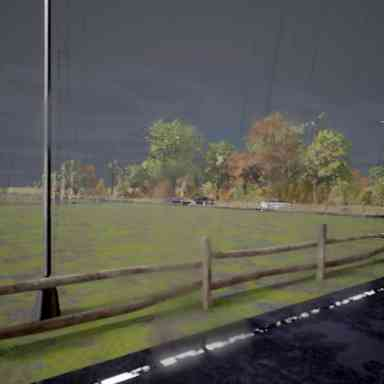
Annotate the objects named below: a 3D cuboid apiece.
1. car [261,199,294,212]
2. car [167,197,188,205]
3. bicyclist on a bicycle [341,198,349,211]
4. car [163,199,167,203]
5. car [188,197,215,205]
[{"bbox_3d":[10.548,1.592,41.026,1.812,1.442,4.674,0,0,-34],"label":"car"},{"bbox_3d":[-2.020,1.669,59.525,1.895,1.301,4.718,0,0,-34],"label":"car"},{"bbox_3d":[18.460,1.523,40.040,1.656,1.620,0.582,0,0,-34],"label":"bicyclist on a bicycle"},{"bbox_3d":[-3.911,1.617,67.178,2.033,1.411,5.357,0,0,-34],"label":"car"},{"bbox_3d":[1.996,1.553,58.640,1.882,1.535,5.008,0,0,-34],"label":"car"}]
